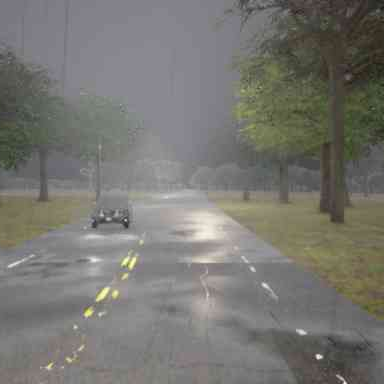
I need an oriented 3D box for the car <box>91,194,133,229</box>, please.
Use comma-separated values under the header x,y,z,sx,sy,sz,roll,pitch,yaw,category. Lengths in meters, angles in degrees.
x,y,z,sx,sy,sz,roll,pitch,yaw,category
-4.987,1.155,21.382,2.150,2.045,5.566,0,0,-7,car
